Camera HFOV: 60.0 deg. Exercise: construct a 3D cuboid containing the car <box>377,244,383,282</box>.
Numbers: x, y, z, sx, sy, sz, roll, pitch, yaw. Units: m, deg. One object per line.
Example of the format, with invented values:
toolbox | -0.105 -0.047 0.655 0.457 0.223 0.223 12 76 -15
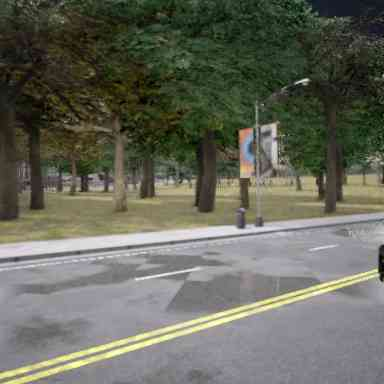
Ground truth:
car | 6.463 1.465 8.062 5.008 1.535 1.882 -1 0 -35
